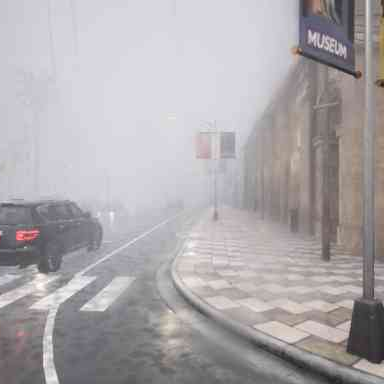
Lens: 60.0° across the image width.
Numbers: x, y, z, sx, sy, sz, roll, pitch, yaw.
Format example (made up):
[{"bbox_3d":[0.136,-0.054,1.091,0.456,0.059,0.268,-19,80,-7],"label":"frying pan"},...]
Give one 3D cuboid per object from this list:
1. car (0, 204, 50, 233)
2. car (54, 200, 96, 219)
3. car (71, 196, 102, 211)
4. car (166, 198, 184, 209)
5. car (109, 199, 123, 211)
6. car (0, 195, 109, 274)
[{"bbox_3d":[-11.173,1.547,20.815,2.033,1.411,5.357,0,0,4],"label":"car"},{"bbox_3d":[-10.482,1.526,30.218,1.812,1.442,4.674,0,0,5],"label":"car"},{"bbox_3d":[-13.089,1.352,41.519,2.097,1.767,4.553,0,0,5],"label":"car"},{"bbox_3d":[-2.233,1.551,44.558,2.033,1.411,5.357,0,0,5],"label":"car"},{"bbox_3d":[-9.692,1.526,40.076,1.812,1.442,4.674,0,0,5],"label":"car"},{"bbox_3d":[-4.745,1.254,10.790,2.150,2.045,5.566,0,0,4],"label":"car"}]
